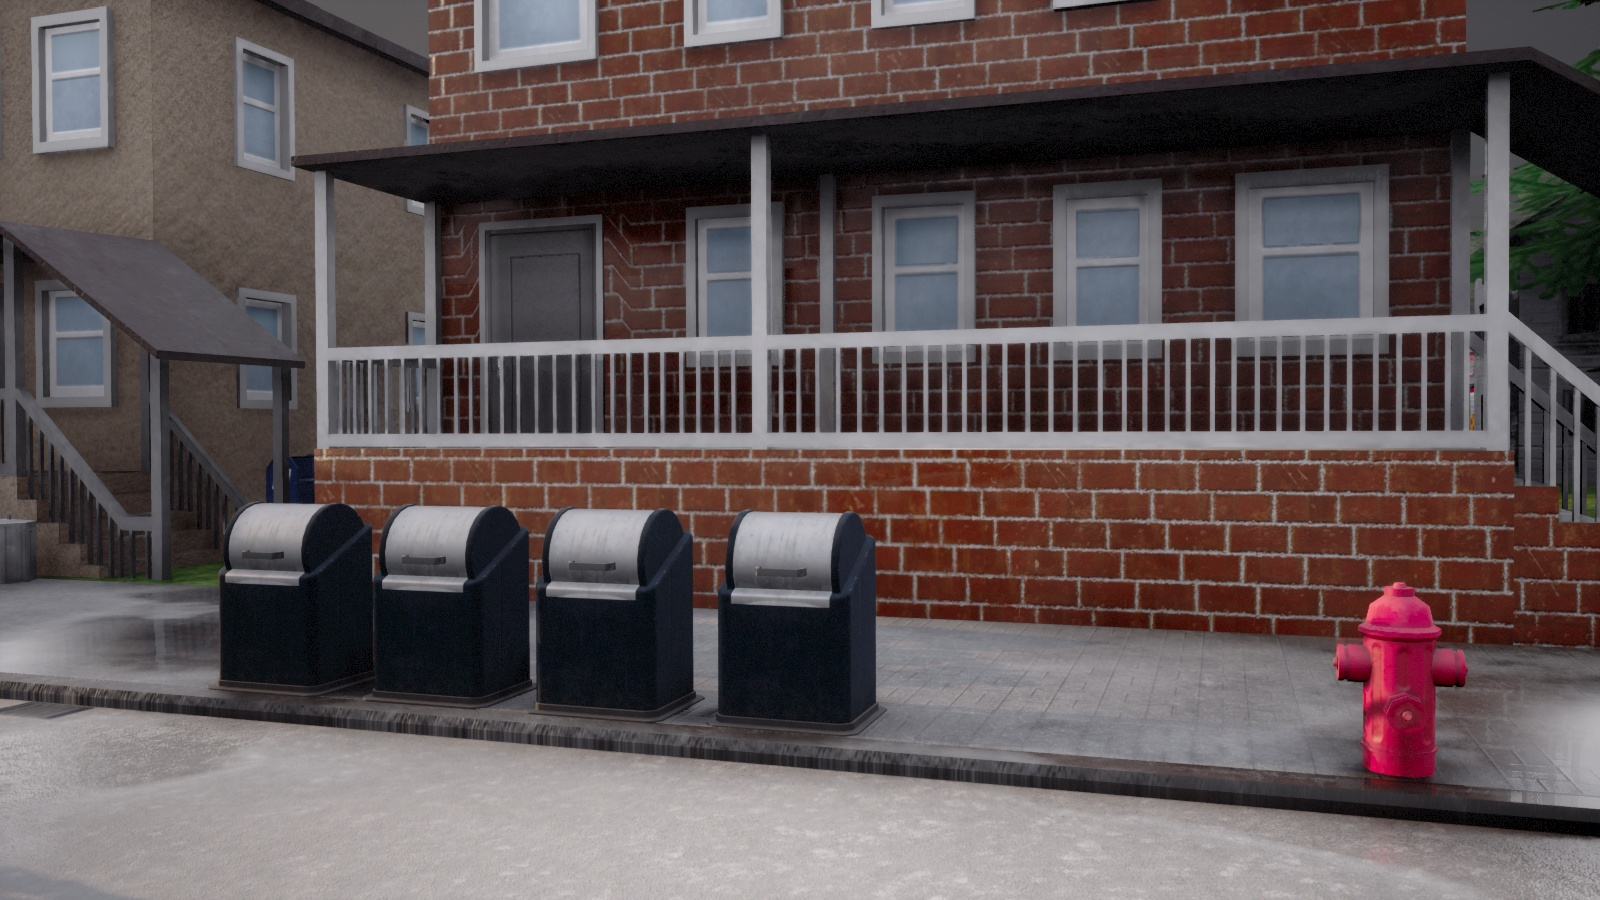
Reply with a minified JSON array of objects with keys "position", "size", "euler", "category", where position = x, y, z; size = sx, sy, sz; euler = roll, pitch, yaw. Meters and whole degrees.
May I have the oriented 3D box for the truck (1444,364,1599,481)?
[{"position":[26.759,-0.918,42.503],"size":[8.468,3.827,2.891],"euler":[1,1,18],"category":"truck"}]
